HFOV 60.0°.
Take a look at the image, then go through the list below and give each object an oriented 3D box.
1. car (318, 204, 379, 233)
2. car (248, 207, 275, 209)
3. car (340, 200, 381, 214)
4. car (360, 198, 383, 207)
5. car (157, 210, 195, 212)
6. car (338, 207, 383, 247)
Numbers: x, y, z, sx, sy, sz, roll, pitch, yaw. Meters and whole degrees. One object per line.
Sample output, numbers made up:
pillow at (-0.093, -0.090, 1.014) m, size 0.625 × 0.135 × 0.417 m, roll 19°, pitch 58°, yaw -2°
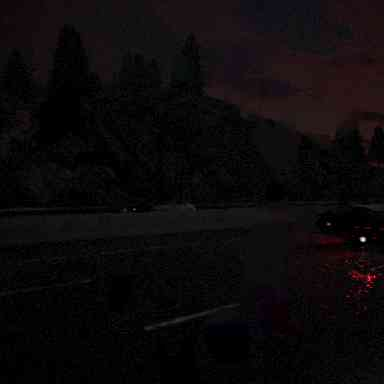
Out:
car at (9.222, 1.521, 18.840) m, size 5.008 × 1.535 × 1.882 m, roll 0°, pitch 0°, yaw -34°
car at (8.052, 1.570, 35.001) m, size 4.892 × 1.490 × 1.837 m, roll 1°, pitch -1°, yaw -32°
car at (18.994, 1.612, 37.402) m, size 4.674 × 1.442 × 1.812 m, roll 0°, pitch 0°, yaw -29°
car at (30.112, 1.663, 54.593) m, size 4.674 × 1.442 × 1.812 m, roll 0°, pitch 0°, yaw -23°
car at (-1.756, 1.568, 32.718) m, size 4.674 × 1.442 × 1.812 m, roll 0°, pitch 0°, yaw -34°
car at (8.518, 1.541, 14.090) m, size 4.892 × 1.490 × 1.837 m, roll 0°, pitch 0°, yaw -35°
